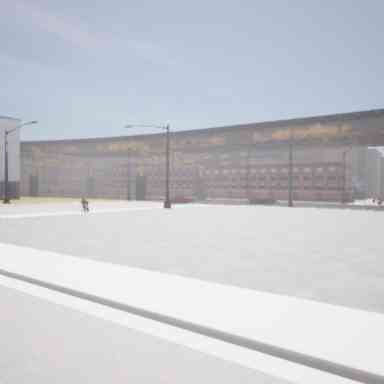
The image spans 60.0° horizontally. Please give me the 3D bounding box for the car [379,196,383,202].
[{"bbox_3d":[48.509,1.733,80.650,4.974,1.542,2.038,1,1,-4],"label":"car"}]

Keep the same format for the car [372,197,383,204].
[{"bbox_3d":[37.477,1.574,65.403,1.853,1.218,4.536,1,1,6],"label":"car"}]

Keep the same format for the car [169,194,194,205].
[{"bbox_3d":[-1.967,1.176,55.015,4.553,1.767,2.097,1,1,-30],"label":"car"}]

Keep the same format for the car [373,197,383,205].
[{"bbox_3d":[37.470,1.732,65.353,2.038,1.542,4.974,1,1,6],"label":"car"}]

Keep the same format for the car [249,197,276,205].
[{"bbox_3d":[12.118,1.528,57.184,4.674,1.442,1.812,1,0,8],"label":"car"}]

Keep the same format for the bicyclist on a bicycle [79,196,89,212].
[{"bbox_3d":[-10.906,1.220,33.583,1.656,1.620,0.582,1,1,34],"label":"bicyclist on a bicycle"}]
